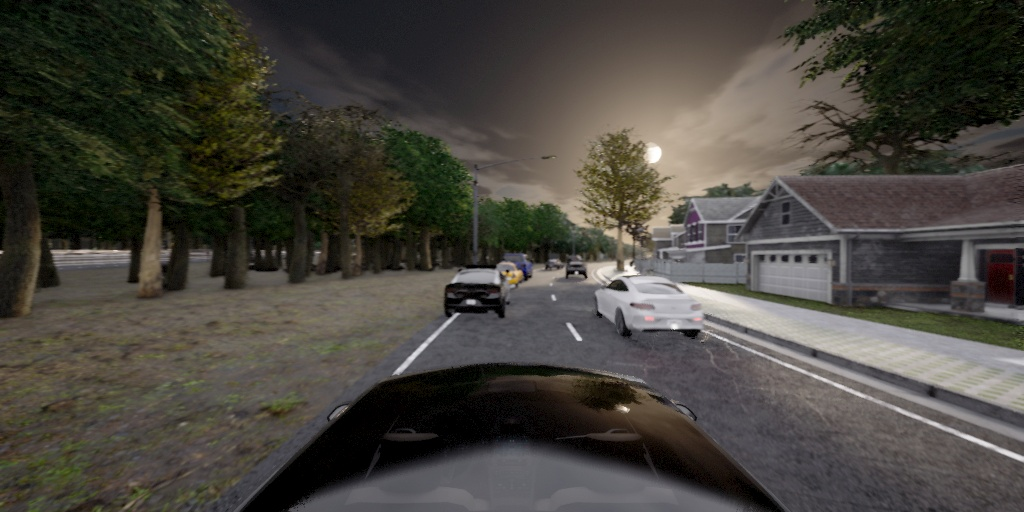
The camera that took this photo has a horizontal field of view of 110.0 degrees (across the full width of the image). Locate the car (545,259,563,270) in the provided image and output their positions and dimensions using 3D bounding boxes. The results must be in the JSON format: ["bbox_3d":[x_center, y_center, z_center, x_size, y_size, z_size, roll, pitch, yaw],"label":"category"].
[{"bbox_3d":[5.704,1.080,48.280,1.812,1.442,4.674,1,0,17],"label":"car"}]

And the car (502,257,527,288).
[{"bbox_3d":[-0.327,1.092,22.901,1.801,1.575,5.366,1,0,6],"label":"car"}]

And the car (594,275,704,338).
[{"bbox_3d":[3.581,1.263,10.074,1.812,1.442,4.674,0,0,1],"label":"car"}]

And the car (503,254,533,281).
[{"bbox_3d":[0.402,0.837,28.666,2.150,2.045,5.566,1,0,8],"label":"car"}]

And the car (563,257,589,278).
[{"bbox_3d":[5.797,1.142,32.339,1.837,1.490,4.892,0,0,10],"label":"car"}]

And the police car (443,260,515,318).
[{"bbox_3d":[-1.073,1.108,12.895,1.930,1.638,5.238,1,0,2],"label":"police car"}]
